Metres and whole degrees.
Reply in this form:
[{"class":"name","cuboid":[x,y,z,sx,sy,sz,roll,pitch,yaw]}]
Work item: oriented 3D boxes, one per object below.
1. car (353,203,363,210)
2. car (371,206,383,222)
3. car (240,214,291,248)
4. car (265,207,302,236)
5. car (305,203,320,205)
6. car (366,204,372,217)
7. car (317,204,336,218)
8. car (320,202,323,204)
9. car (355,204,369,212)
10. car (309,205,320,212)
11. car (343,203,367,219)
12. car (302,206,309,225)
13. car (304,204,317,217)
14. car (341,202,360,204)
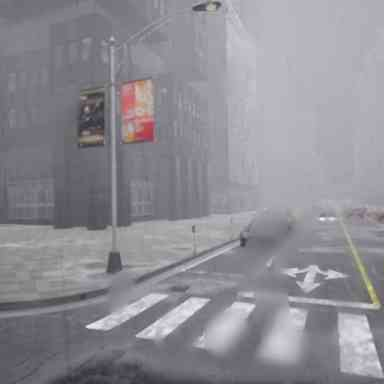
[{"class":"car","cuboid":[37.182,3.309,74.564,1.752,1.417,4.829,-2,-2,23]},{"class":"car","cuboid":[20.181,2.328,34.460,1.887,1.381,4.507,-2,-2,23]},{"class":"car","cuboid":[3.868,2.088,17.809,1.947,1.339,4.313,-2,-2,23]},{"class":"car","cuboid":[5.980,1.958,22.811,2.192,1.841,5.009,-2,-2,23]},{"class":"car","cuboid":[18.683,2.692,52.778,2.192,1.841,5.009,-2,-2,23]},{"class":"car","cuboid":[24.481,2.558,44.604,1.752,1.417,4.829,-2,-2,23]},{"class":"car","cuboid":[18.257,2.694,44.671,1.994,1.385,4.181,-2,-2,23]},{"class":"car","cuboid":[22.917,2.941,62.767,2.192,1.841,5.009,-2,-2,23]},{"class":"car","cuboid":[32.881,3.072,64.421,1.887,1.381,4.507,-2,-2,23]},{"class":"car","cuboid":[25.038,3.296,67.754,1.887,1.381,4.507,-2,-2,23]},{"class":"car","cuboid":[19.757,2.480,40.446,1.837,1.490,4.892,-2,-2,24]},{"class":"car","cuboid":[10.152,2.406,32.637,1.752,1.417,4.829,-2,-2,23]},{"class":"car","cuboid":[16.571,2.835,47.775,1.802,1.307,4.206,-2,-2,23]},{"class":"car","cuboid":[23.451,2.685,49.245,2.128,1.511,4.902,-2,-2,23]}]
